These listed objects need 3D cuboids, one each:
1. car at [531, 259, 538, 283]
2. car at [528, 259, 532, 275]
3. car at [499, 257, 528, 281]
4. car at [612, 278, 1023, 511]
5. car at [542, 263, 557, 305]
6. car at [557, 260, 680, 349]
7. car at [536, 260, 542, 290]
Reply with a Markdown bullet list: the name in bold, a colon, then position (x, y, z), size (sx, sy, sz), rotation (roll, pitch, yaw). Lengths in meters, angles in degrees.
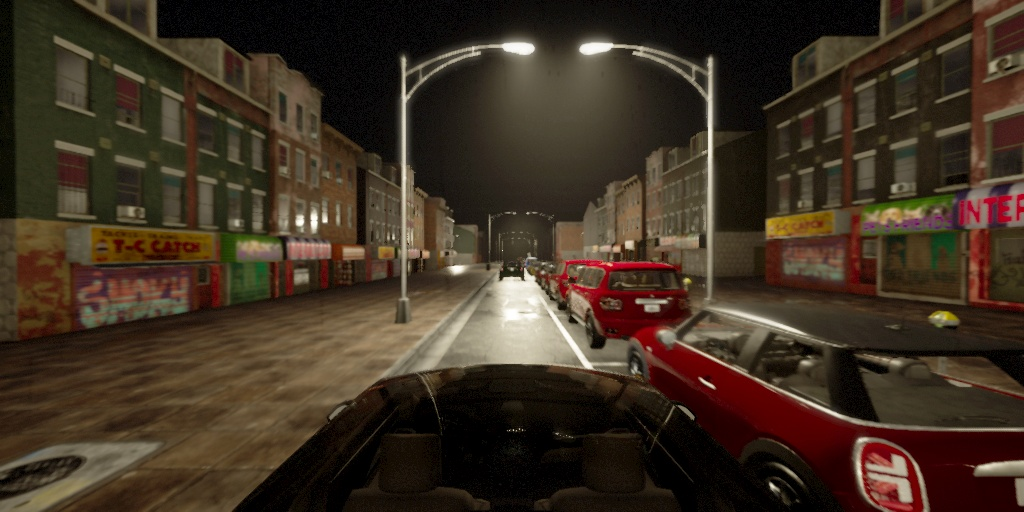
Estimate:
- **car**: position (2.632, 1.191, 25.320), size (1.967, 1.591, 4.097), rotation (0, 0, 0)
- **car**: position (2.629, 1.287, 36.294), size (1.751, 1.417, 4.829), rotation (0, 0, 0)
- **car**: position (0.011, 1.107, 30.621), size (2.097, 1.767, 4.553), rotation (0, 0, 0)
- **car**: position (2.636, 1.189, 3.711), size (1.967, 1.591, 4.097), rotation (0, 0, 0)
- **car**: position (2.634, 1.062, 14.516), size (2.192, 1.841, 5.009), rotation (0, 0, 0)
- **car**: position (2.635, 1.062, 9.113), size (2.192, 1.841, 5.009), rotation (0, 0, 0)
- **car**: position (2.633, 1.189, 19.918), size (1.967, 1.591, 4.097), rotation (0, 0, 0)
